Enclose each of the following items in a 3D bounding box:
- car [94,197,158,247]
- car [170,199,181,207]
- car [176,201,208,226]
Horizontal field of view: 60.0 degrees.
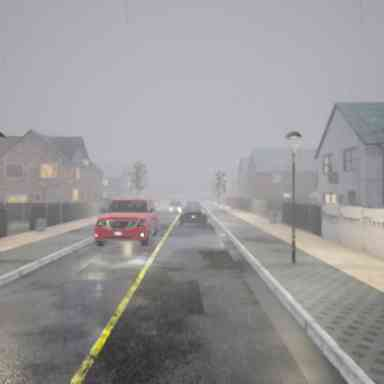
[{"bbox_3d":[-2.845,1.249,15.564,2.150,2.045,5.566,0,0,0],"label":"car"},{"bbox_3d":[-2.778,1.838,56.938,1.895,1.301,4.718,0,0,1],"label":"car"},{"bbox_3d":[0.102,1.622,24.133,1.994,1.385,4.181,0,0,0],"label":"car"}]
